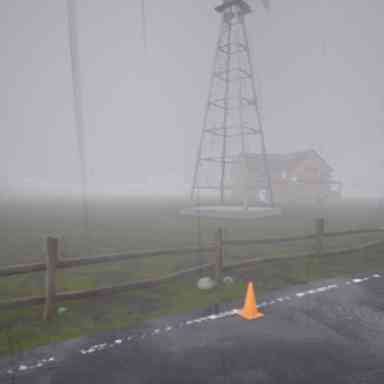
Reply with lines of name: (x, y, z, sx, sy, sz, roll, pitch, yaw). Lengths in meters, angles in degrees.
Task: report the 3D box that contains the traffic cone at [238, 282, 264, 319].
traffic cone: (1.070, 1.939, 6.058, 0.340, 0.580, 0.340, 0, 0, -34)
